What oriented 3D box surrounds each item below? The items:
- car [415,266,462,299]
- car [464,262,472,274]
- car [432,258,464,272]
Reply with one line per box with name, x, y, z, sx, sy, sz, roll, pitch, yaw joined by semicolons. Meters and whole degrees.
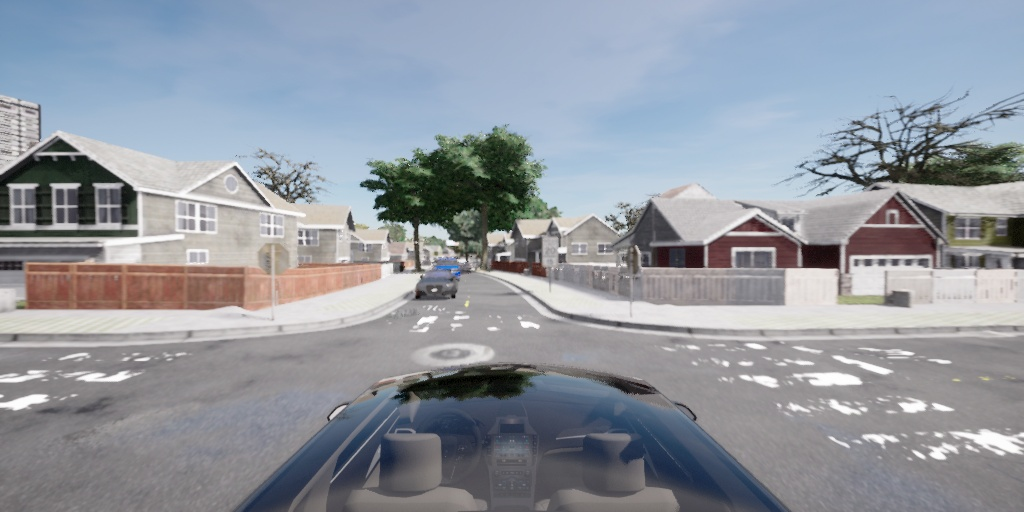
car;-3.893;1.452;19.115;1.994;1.385;4.181;0;0;-5
car;-6.551;1.573;48.151;2.128;1.511;4.902;0;0;-14
car;-5.726;1.205;31.749;2.150;2.045;5.566;0;0;-11
